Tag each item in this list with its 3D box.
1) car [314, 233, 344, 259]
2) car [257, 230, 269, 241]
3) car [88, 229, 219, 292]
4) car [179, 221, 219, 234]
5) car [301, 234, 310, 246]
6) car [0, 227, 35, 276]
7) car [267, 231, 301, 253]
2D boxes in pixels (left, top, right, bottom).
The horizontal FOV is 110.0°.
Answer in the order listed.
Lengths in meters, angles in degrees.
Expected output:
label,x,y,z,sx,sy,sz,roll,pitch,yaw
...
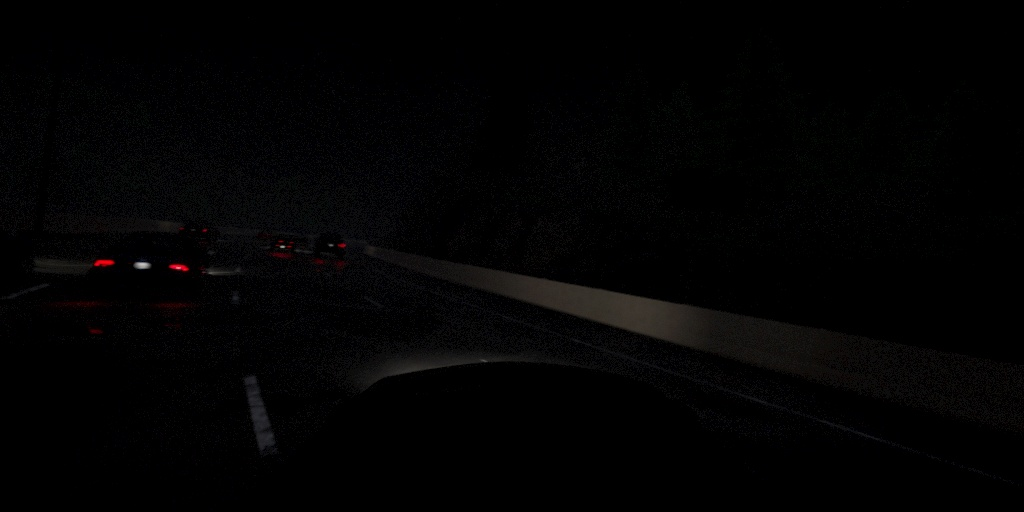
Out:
label,x,y,z,sx,sy,sz,roll,pitch,yaw
car,-16.161,-0.963,31.697,2.150,2.045,5.566,7,0,-30
car,-32.049,-2.633,47.258,1.882,1.535,5.008,7,0,-24
car,-9.884,0.088,10.182,2.033,1.411,5.357,7,0,-36
car,-28.746,-2.387,33.102,2.097,1.767,4.553,7,0,-29
car,-29.485,-2.309,50.014,1.882,1.535,5.008,7,0,-24
car,-11.804,-0.228,7.142,1.882,1.535,5.008,7,0,-38
car,-20.072,-1.161,31.655,1.837,1.490,4.892,6,1,-30
